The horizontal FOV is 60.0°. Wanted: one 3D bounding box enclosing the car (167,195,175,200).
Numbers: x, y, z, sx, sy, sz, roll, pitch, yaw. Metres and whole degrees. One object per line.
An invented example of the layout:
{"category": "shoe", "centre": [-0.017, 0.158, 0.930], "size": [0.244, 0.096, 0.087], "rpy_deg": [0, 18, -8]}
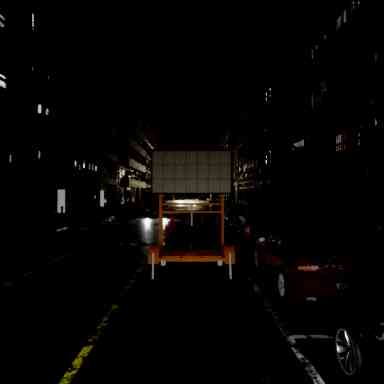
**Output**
{"category": "car", "centre": [-5.789, 1.510, 92.692], "size": [1.887, 1.381, 4.507], "rpy_deg": [0, 0, 0]}

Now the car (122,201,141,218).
{"category": "car", "centre": [-5.721, 1.521, 30.520], "size": [1.752, 1.417, 4.829], "rpy_deg": [0, 0, 0]}

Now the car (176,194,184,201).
{"category": "car", "centre": [-3.092, 1.321, 85.384], "size": [2.097, 1.767, 4.553], "rpy_deg": [0, 0, 0]}

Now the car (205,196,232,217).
{"category": "car", "centre": [2.661, 1.310, 30.696], "size": [2.192, 1.841, 5.009], "rpy_deg": [0, 0, 0]}

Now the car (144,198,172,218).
{"category": "car", "centre": [-3.133, 1.521, 30.500], "size": [1.812, 1.442, 4.674], "rpy_deg": [0, 0, 0]}

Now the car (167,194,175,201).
{"category": "car", "centre": [-5.776, 1.287, 81.419], "size": [2.192, 1.841, 5.009], "rpy_deg": [0, 0, 0]}

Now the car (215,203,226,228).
{"category": "car", "centre": [2.672, 1.549, 19.423], "size": [2.008, 1.369, 4.403], "rpy_deg": [0, 0, 0]}

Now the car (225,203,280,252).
{"category": "car", "centre": [2.678, 1.439, 13.788], "size": [1.967, 1.590, 4.097], "rpy_deg": [0, 0, 0]}

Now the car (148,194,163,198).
{"category": "car", "centre": [-5.740, 1.429, 47.601], "size": [1.967, 1.590, 4.097], "rpy_deg": [0, 0, 0]}

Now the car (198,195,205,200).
{"category": "car", "centre": [2.591, 1.510, 92.696], "size": [1.887, 1.381, 4.507], "rpy_deg": [0, 0, 0]}

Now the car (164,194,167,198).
{"category": "car", "centre": [-5.745, 1.302, 53.237], "size": [2.192, 1.841, 5.009], "rpy_deg": [0, 0, 0]}

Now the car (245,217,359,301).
{"category": "car", "centre": [2.684, 1.545, 8.151], "size": [1.887, 1.381, 4.507], "rpy_deg": [0, 0, 0]}

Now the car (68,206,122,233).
{"category": "car", "centre": [-5.709, 1.564, 19.417], "size": [1.947, 1.339, 4.313], "rpy_deg": [0, 0, 0]}

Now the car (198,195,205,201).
{"category": "car", "centre": [2.603, 1.497, 81.594], "size": [1.752, 1.417, 4.829], "rpy_deg": [0, 0, 0]}

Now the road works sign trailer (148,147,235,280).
{"category": "road works sign trailer", "centre": [-0.009, 0.464, 9.917], "size": [2.380, 3.560, 2.880], "rpy_deg": [0, 0, 0]}

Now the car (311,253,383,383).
{"category": "car", "centre": [2.690, 1.566, 2.514], "size": [1.947, 1.339, 4.313], "rpy_deg": [0, 0, 0]}

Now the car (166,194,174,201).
{"category": "car", "centre": [-5.783, 1.409, 87.054], "size": [1.967, 1.590, 4.097], "rpy_deg": [0, 0, 0]}
